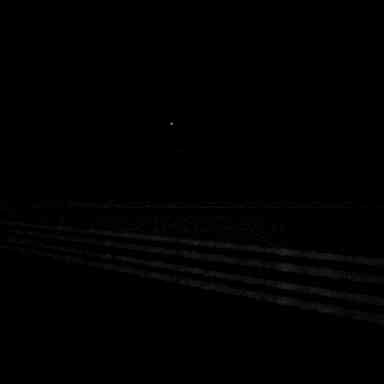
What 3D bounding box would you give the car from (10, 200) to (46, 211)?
[{"bbox_3d":[-21.652,1.795,44.769,5.357,1.411,2.033,0,0,14],"label":"car"}]
